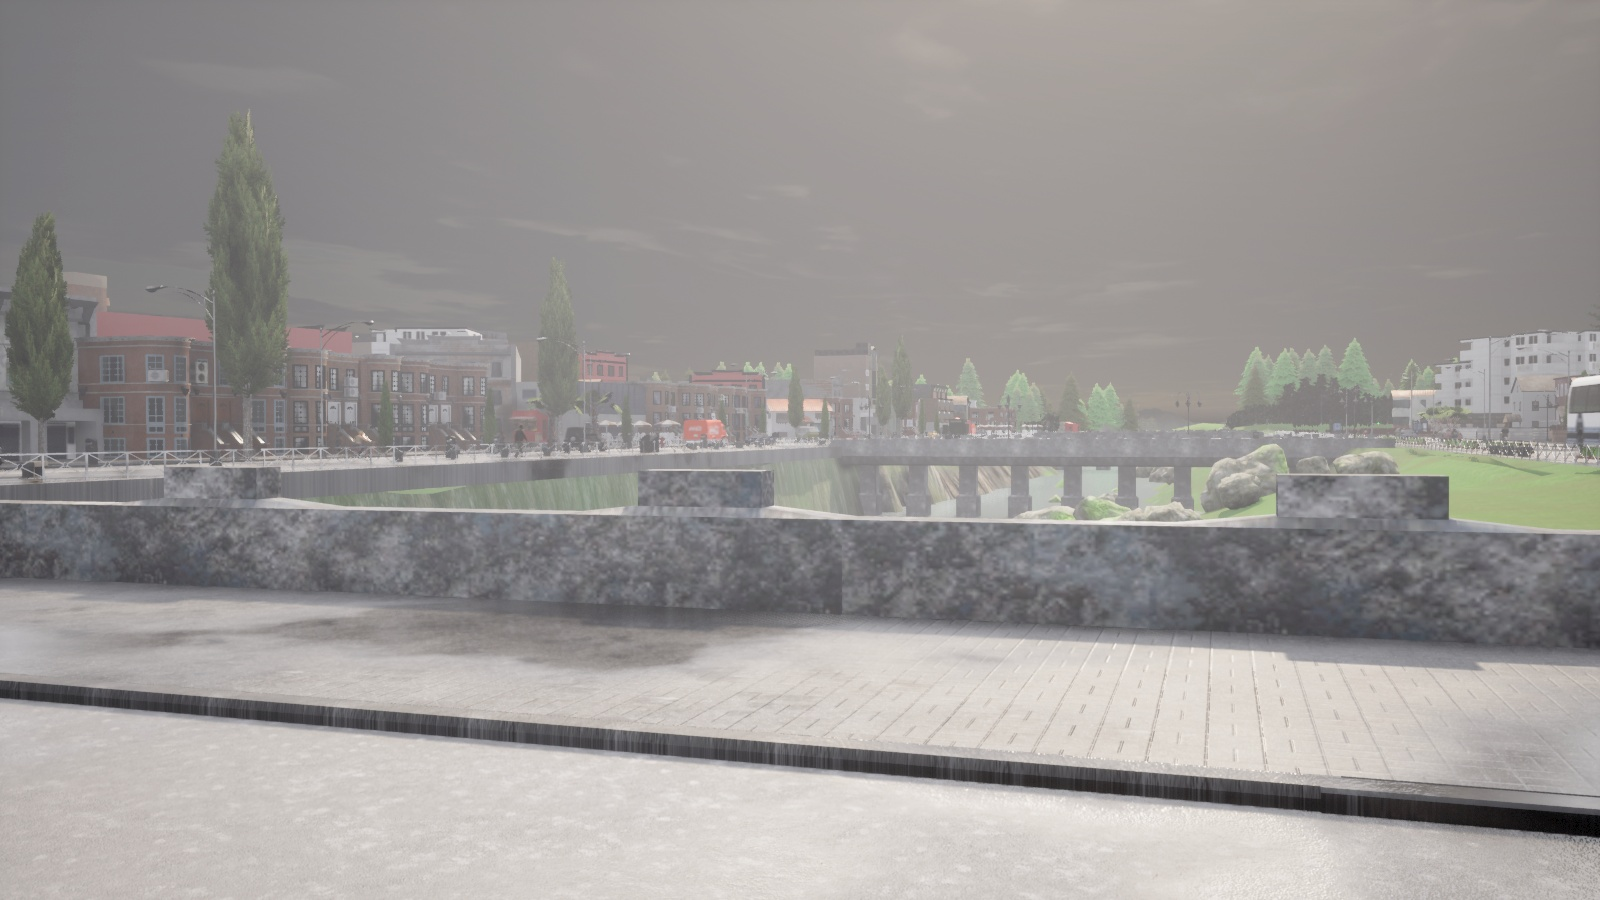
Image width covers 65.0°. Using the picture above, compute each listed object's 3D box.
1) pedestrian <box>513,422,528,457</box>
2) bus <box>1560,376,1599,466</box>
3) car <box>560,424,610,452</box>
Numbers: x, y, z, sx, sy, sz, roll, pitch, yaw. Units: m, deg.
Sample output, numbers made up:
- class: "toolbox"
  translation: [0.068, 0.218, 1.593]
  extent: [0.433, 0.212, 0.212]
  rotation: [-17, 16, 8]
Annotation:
- class: "pedestrian"
  translation: [-14.751, -0.581, 66.333]
  extent: [0.431, 1.840, 0.703]
  rotation: [1, 1, 32]
- class: "bus"
  translation: [40.447, -1.373, 60.910]
  extent: [3.944, 4.253, 10.273]
  rotation: [1, 1, 19]
- class: "car"
  translation: [-15.184, -0.859, 88.977]
  extent: [1.905, 1.878, 3.866]
  rotation: [1, 1, 19]
